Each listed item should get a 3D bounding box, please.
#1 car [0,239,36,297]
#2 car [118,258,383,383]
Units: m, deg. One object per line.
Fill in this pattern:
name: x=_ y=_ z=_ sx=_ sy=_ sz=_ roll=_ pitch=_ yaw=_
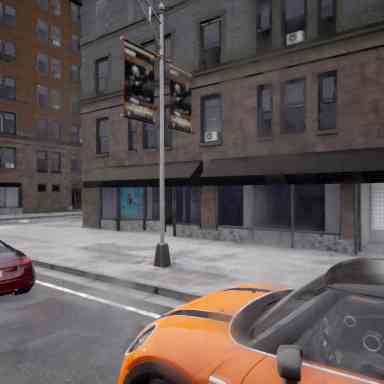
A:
car: x=-5.416 y=1.564 z=7.533 sx=4.181 sy=1.385 sz=1.994 roll=0 pitch=0 yaw=36
car: x=1.524 y=1.352 z=2.599 sx=4.553 sy=1.767 sz=2.097 roll=0 pitch=0 yaw=36
